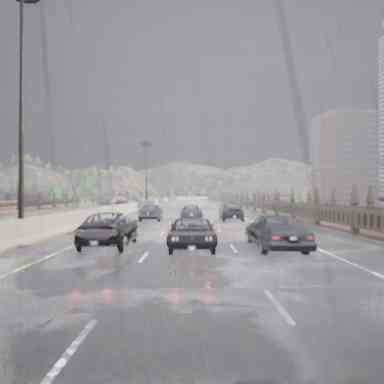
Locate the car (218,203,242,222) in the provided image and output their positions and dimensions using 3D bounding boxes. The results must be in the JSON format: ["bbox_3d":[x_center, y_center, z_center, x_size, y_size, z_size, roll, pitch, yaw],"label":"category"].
[{"bbox_3d":[3.441,1.778,29.478,1.837,1.490,4.892,0,0,-1],"label":"car"}]

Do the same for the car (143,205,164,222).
[{"bbox_3d":[-3.554,1.814,29.058,2.033,1.411,5.357,0,0,-1],"label":"car"}]

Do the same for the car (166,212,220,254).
[{"bbox_3d":[0.003,1.731,14.097,1.895,1.301,4.718,0,0,0],"label":"car"}]

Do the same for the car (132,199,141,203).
[{"bbox_3d":[-11.718,2.246,71.117,1.895,1.301,4.718,0,-1,-2],"label":"car"}]

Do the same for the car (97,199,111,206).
[{"bbox_3d":[-18.715,2.189,70.947,2.033,1.411,5.357,0,-1,-2],"label":"car"}]

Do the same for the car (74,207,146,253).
[{"bbox_3d":[-3.495,1.624,14.288,2.128,1.511,4.902,0,0,0],"label":"car"}]

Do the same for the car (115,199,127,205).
[{"bbox_3d":[-15.216,2.245,71.017,1.895,1.301,4.718,0,-1,-2],"label":"car"}]

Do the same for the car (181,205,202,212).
[{"bbox_3d":[-0.058,1.834,29.440,1.994,1.385,4.181,0,0,-1],"label":"car"}]

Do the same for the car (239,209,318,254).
[{"bbox_3d":[3.503,1.676,13.979,2.033,1.411,5.357,0,0,0],"label":"car"}]
